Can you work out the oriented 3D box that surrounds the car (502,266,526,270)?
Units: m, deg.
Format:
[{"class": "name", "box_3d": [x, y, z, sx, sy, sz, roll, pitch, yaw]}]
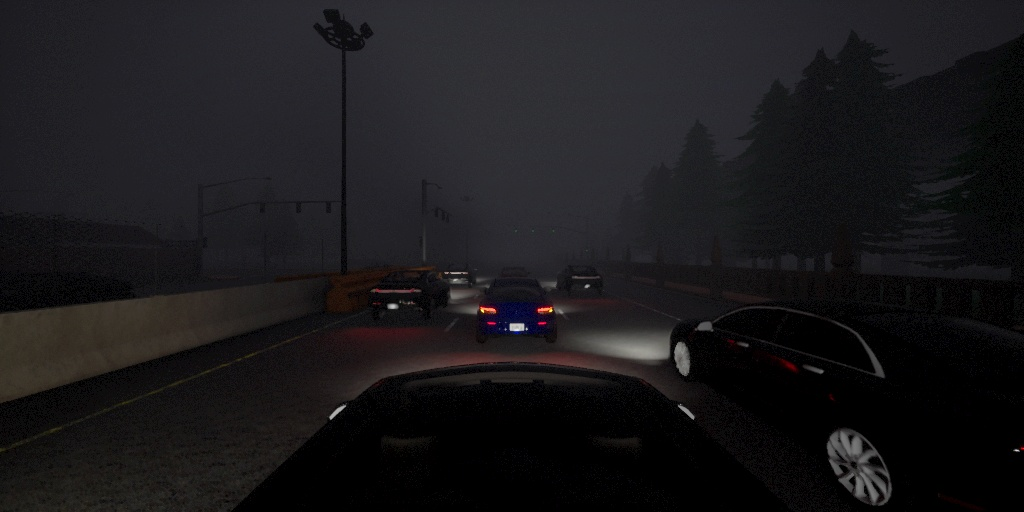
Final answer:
[{"class": "car", "box_3d": [0.097, 1.276, 19.465, 1.812, 1.442, 4.674, 0, 0, 0]}]

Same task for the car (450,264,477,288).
[{"class": "car", "box_3d": [-3.439, 1.241, 23.960, 2.128, 1.511, 4.902, 0, 0, -1]}]

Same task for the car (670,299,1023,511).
[{"class": "car", "box_3d": [3.599, 1.254, 4.200, 1.837, 1.490, 4.892, 0, 0, 0]}]

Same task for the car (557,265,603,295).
[{"class": "car", "box_3d": [3.596, 1.241, 19.556, 2.128, 1.511, 4.902, 0, 0, 0]}]

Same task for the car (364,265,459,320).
[{"class": "car", "box_3d": [-3.401, 1.238, 12.660, 2.128, 1.511, 4.902, 0, 0, 0]}]

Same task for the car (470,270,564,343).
[{"class": "car", "box_3d": [0.093, 1.276, 9.568, 1.812, 1.442, 4.674, 0, 0, 0]}]

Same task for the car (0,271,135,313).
[{"class": "car", "box_3d": [-14.097, 1.241, 10.428, 2.128, 1.511, 4.902, 0, 0, 0]}]

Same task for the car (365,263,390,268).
[{"class": "car", "box_3d": [-10.504, 1.221, 28.352, 1.994, 1.385, 4.181, 0, 0, 0]}]
